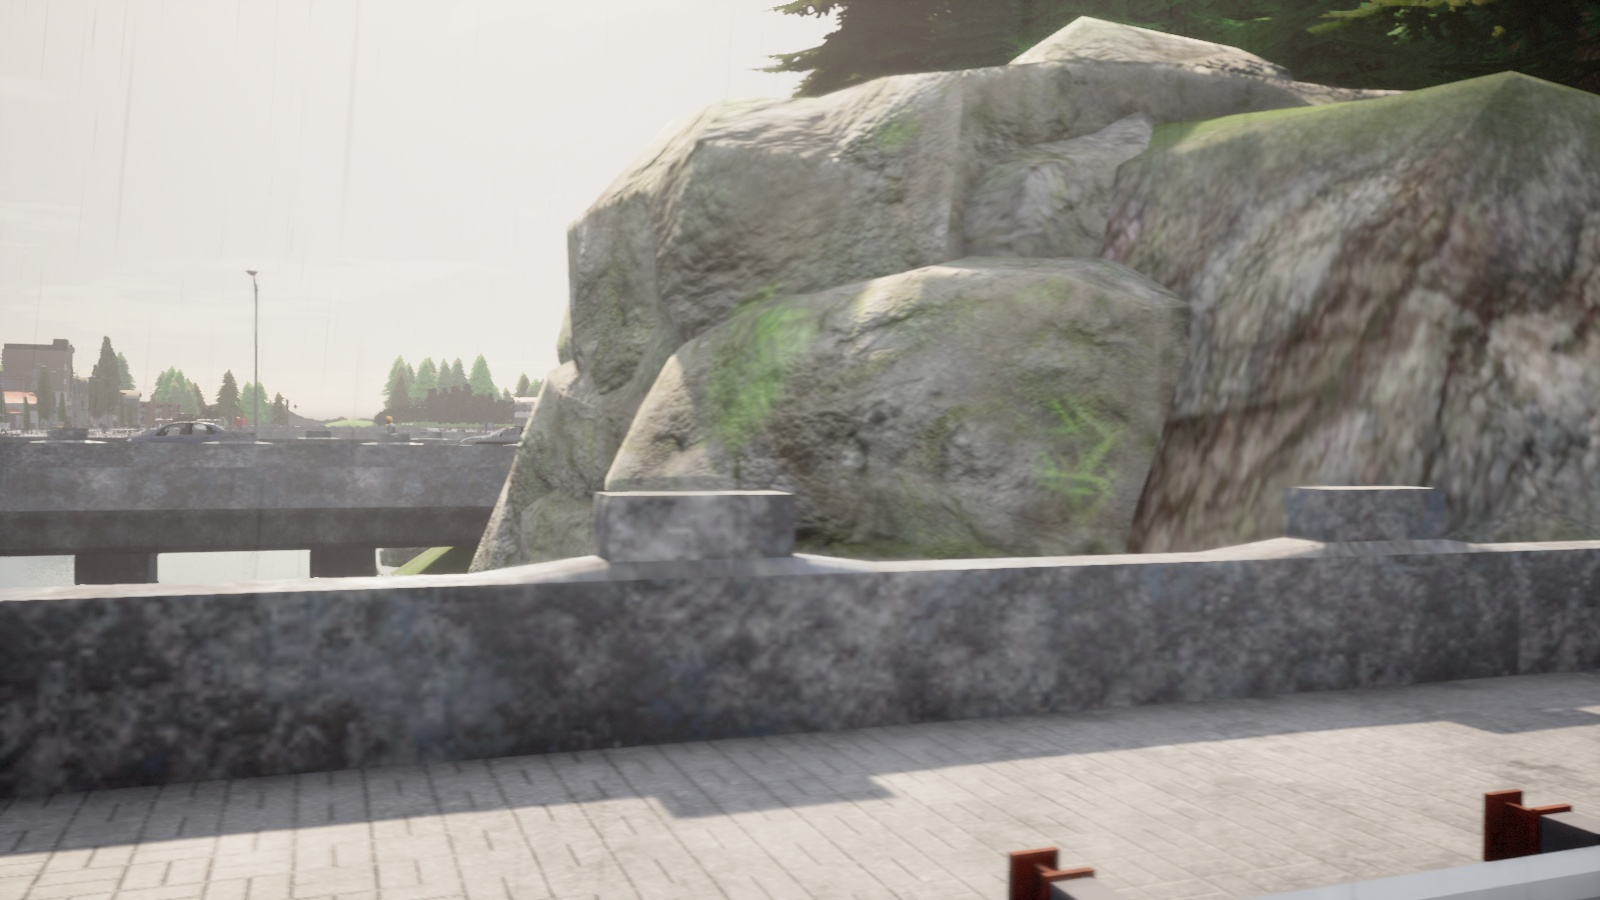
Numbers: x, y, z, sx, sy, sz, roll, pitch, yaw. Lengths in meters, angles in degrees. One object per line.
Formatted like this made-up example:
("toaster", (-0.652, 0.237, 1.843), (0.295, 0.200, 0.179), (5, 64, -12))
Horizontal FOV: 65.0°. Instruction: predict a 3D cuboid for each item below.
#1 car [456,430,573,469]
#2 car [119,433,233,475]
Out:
("car", (-12.772, -0.047, 56.141), (4.856, 1.649, 2.033), (-1, 1, -21))
("car", (-25.430, 0.136, 51.352), (3.988, 1.617, 1.851), (-1, 1, -21))
